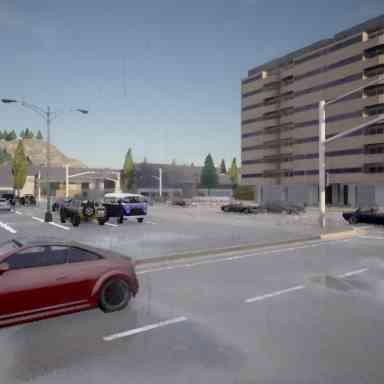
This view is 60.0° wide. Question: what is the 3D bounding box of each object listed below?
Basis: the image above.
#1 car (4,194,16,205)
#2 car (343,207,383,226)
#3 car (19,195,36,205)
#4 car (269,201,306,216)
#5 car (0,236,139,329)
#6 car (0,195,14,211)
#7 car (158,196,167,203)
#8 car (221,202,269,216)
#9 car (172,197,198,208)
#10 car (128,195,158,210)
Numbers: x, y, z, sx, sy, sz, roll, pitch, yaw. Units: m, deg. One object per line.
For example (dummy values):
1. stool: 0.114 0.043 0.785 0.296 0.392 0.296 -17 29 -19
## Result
1. car: -29.731 1.212 53.677 1.905 1.878 3.866 0 0 -35
2. car: 12.312 1.637 21.795 1.895 1.301 4.718 0 0 -17
3. car: -27.334 1.209 55.301 1.932 1.855 4.605 0 0 -35
4. car: 9.027 1.603 34.263 2.033 1.411 5.357 0 0 -35
5. car: -3.102 1.564 6.119 4.181 1.385 1.994 0 0 -36
6. car: -21.872 1.451 37.845 1.970 1.475 3.806 0 0 -35
7. car: -7.042 1.546 69.299 2.128 1.511 4.902 0 0 -35
8. car: 5.126 1.656 33.711 1.895 1.301 4.718 0 0 -35
9. car: -1.114 1.547 48.547 2.128 1.511 4.902 0 0 -35
10. car: -7.618 1.562 51.690 1.837 1.490 4.892 0 0 -35
